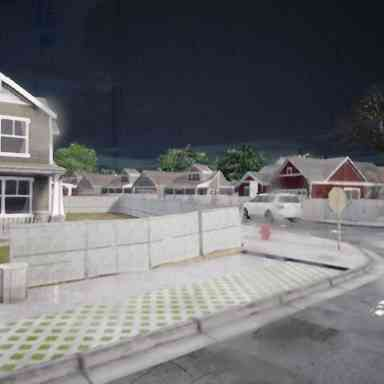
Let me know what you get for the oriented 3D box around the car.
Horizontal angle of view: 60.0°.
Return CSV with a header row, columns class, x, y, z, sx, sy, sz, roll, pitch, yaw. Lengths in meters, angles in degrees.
class,x,y,z,sx,sy,sz,roll,pitch,yaw
car,5.615,1.139,23.920,2.150,2.045,5.566,1,0,-19
